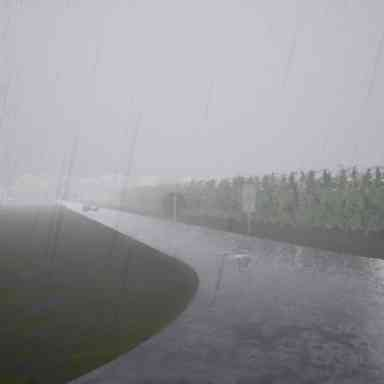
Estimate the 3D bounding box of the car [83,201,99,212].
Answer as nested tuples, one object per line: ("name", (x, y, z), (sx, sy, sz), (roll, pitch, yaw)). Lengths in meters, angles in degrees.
("car", (-14.940, 2.151, 49.151), (2.128, 1.511, 4.902), (1, -1, -24))
